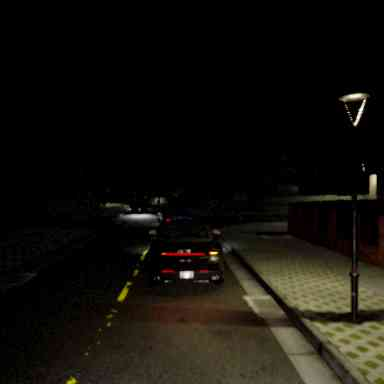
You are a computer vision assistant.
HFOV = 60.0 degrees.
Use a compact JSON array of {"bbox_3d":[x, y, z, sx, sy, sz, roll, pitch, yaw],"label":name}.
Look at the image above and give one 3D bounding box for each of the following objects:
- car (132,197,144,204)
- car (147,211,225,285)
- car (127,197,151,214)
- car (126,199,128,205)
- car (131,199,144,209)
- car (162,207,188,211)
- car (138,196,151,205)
[{"bbox_3d":[-12.838,1.991,78.919,2.128,1.511,4.902,0,-1,-19],"label":"car"},{"bbox_3d":[-0.206,1.527,9.527,1.837,1.490,4.892,0,0,-2],"label":"car"},{"bbox_3d":[-6.167,1.692,39.102,2.128,1.511,4.902,0,0,-9],"label":"car"},{"bbox_3d":[-12.415,1.958,68.105,1.882,1.535,5.008,0,-1,-16],"label":"car"},{"bbox_3d":[-8.731,1.838,52.835,1.812,1.442,4.674,0,-1,-12],"label":"car"},{"bbox_3d":[-1.090,1.620,20.925,2.033,1.411,5.357,-1,0,-10],"label":"car"},{"bbox_3d":[-9.883,1.827,69.241,2.097,1.767,4.553,0,-1,-17],"label":"car"}]
